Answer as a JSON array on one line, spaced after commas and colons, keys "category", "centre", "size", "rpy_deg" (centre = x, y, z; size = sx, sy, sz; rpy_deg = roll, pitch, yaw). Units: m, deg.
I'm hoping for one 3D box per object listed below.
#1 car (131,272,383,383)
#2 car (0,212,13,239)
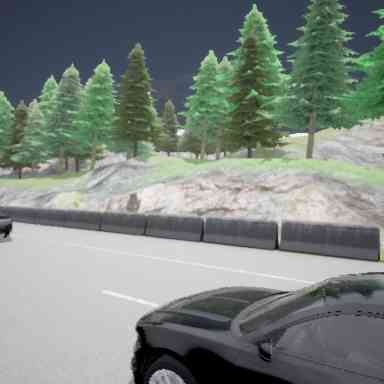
[{"category": "car", "centre": [1.647, 1.477, 2.815], "size": [5.008, 1.535, 1.882], "rpy_deg": [0, 0, 36]}, {"category": "car", "centre": [-10.465, 1.467, 15.926], "size": [4.902, 1.511, 2.128], "rpy_deg": [0, 0, 36]}]
